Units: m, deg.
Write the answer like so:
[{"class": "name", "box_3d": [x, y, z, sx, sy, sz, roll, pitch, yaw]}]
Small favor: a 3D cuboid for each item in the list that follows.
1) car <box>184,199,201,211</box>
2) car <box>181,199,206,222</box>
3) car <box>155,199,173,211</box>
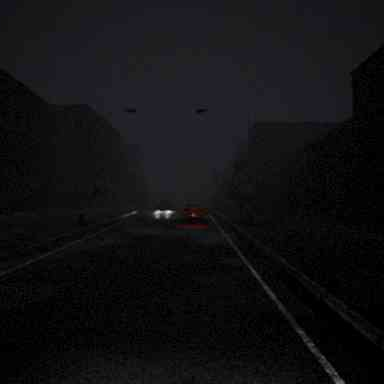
[{"class": "car", "box_3d": [0.053, 1.625, 42.975, 1.994, 1.385, 4.181, 0, 0, 0]}, {"class": "car", "box_3d": [0.109, 1.518, 26.675, 1.882, 1.535, 5.008, 0, 0, 0]}, {"class": "car", "box_3d": [-3.478, 1.625, 41.964, 1.994, 1.385, 4.181, 0, 0, 1]}]
